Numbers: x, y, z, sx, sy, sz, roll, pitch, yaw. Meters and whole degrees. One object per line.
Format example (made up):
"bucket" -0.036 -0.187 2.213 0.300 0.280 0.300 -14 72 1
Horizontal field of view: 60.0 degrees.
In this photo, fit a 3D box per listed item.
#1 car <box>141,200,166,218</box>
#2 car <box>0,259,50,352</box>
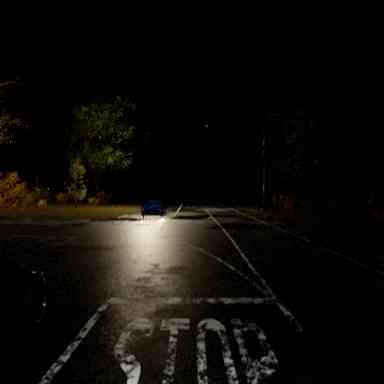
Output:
"car" -3.443 1.490 30.497 1.882 1.535 5.008 0 0 0
"car" -3.490 1.579 4.173 1.994 1.385 4.181 0 0 0
